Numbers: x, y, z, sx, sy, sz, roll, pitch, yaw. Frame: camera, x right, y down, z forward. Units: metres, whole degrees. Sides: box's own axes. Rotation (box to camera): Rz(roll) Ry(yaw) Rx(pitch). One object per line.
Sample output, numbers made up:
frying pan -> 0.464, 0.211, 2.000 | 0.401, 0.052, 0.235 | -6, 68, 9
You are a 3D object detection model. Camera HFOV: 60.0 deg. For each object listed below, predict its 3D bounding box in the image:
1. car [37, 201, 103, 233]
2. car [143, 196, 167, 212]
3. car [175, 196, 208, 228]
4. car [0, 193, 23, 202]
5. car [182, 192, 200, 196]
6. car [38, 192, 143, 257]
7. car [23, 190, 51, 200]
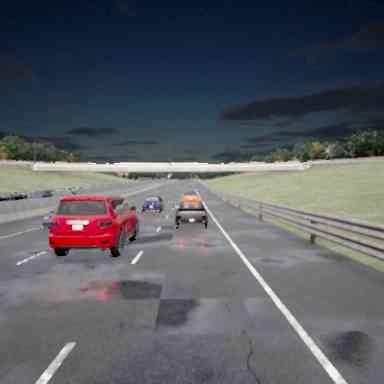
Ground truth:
car -> -7.019, 1.358, 19.856 | 2.033, 1.411, 5.357 | 0, 1, 0
car -> -3.590, 1.082, 31.492 | 1.812, 1.442, 4.674 | 0, 1, 0
car -> -0.022, 1.275, 20.411 | 2.128, 1.511, 4.902 | 0, 1, 0
car -> -24.813, 0.849, 46.260 | 1.895, 1.301, 4.718 | 0, 2, 0
car -> -0.138, 0.724, 38.843 | 2.097, 1.767, 4.553 | 0, 1, 0
car -> -3.471, 1.129, 12.733 | 2.150, 2.045, 5.566 | 0, 1, 0
car -> -21.312, 0.573, 46.917 | 2.097, 1.767, 4.553 | 0, 2, 0
